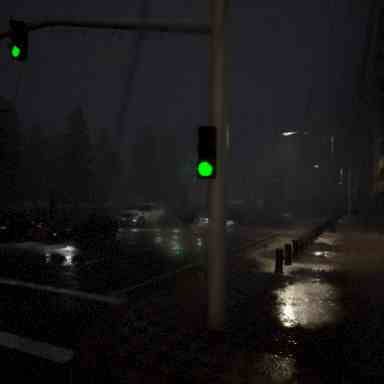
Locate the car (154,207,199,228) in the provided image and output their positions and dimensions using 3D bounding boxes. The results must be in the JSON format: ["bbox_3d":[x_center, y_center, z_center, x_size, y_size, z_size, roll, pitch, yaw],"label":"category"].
[{"bbox_3d":[-1.072,2.356,30.098,1.882,1.535,5.008,0,-2,26],"label":"car"}]

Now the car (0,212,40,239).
[{"bbox_3d":[-10.652,1.885,18.271,1.837,1.490,4.892,0,-2,26],"label":"car"}]

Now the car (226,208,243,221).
[{"bbox_3d":[5.126,2.843,42.877,2.128,1.511,4.902,0,-2,26],"label":"car"}]

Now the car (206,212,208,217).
[{"bbox_3d":[3.840,3.033,48.183,2.033,1.411,5.357,0,-2,26],"label":"car"}]

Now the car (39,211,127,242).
[{"bbox_3d":[-6.168,2.012,19.469,1.812,1.442,4.674,0,-2,26],"label":"car"}]

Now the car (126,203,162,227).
[{"bbox_3d":[-4.591,2.067,30.859,2.150,2.045,5.566,0,-2,26],"label":"car"}]

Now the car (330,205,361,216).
[{"bbox_3d":[28.400,3.542,61.018,4.553,1.767,2.097,1,-1,11],"label":"car"}]
